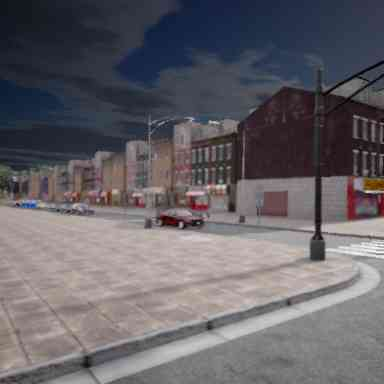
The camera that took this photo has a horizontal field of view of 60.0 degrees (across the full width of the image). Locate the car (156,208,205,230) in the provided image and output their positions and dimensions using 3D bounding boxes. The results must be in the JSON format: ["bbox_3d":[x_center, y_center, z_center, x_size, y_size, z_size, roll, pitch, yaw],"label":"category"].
[{"bbox_3d":[-0.890,1.869,23.978,1.887,1.381,4.507,0,-1,-36],"label":"car"}]

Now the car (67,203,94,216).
[{"bbox_3d":[-13.829,2.109,41.943,1.967,1.590,4.097,0,-1,-36],"label":"car"}]

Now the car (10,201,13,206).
[{"bbox_3d":[-42.941,2.897,82.365,1.967,1.590,4.097,0,-1,-36],"label":"car"}]

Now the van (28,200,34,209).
[{"bbox_3d":[-30.004,2.452,64.400,1.690,1.788,3.998,0,-1,-36],"label":"van"}]

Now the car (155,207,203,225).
[{"bbox_3d":[-1.250,2.029,29.204,1.895,1.301,4.718,1,-1,-36],"label":"car"}]

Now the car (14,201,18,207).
[{"bbox_3d":[-39.708,2.686,77.875,2.192,1.841,5.009,0,-1,-36],"label":"car"}]

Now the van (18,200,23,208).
[{"bbox_3d":[-36.473,2.626,73.383,1.690,1.788,3.998,0,-1,-36],"label":"van"}]

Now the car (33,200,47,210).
[{"bbox_3d":[-26.668,2.546,59.769,1.752,1.417,4.829,0,-1,-36],"label":"car"}]

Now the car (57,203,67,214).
[{"bbox_3d":[-17.062,2.323,46.432,1.947,1.339,4.313,0,-1,-36],"label":"car"}]

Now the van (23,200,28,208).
[{"bbox_3d":[-33.238,2.540,68.892,1.690,1.788,3.998,0,-1,-36],"label":"van"}]

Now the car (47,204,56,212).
[{"bbox_3d":[-20.297,2.411,50.924,1.947,1.339,4.313,0,-1,-36],"label":"car"}]
